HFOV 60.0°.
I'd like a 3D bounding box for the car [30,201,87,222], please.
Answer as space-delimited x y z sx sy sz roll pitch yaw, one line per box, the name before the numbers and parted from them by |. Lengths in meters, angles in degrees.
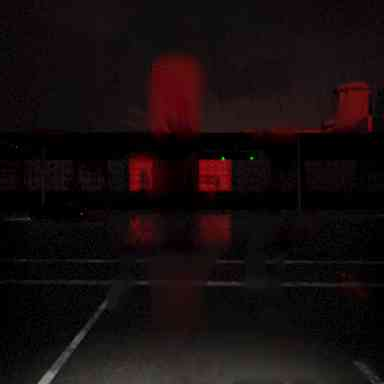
car | -10.598 1.490 26.333 5.008 1.535 1.882 0 -1 27
